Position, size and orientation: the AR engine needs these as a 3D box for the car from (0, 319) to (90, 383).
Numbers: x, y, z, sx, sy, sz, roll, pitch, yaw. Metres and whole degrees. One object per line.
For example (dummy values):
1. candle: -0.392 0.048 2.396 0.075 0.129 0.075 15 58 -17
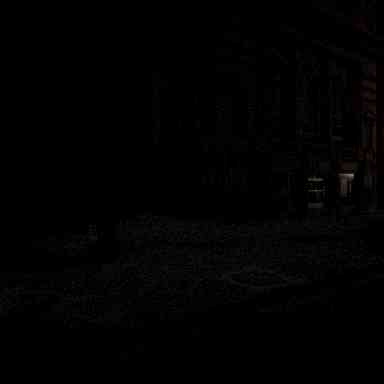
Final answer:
1. car: -2.881 1.505 1.329 4.892 1.490 1.837 0 0 -35
